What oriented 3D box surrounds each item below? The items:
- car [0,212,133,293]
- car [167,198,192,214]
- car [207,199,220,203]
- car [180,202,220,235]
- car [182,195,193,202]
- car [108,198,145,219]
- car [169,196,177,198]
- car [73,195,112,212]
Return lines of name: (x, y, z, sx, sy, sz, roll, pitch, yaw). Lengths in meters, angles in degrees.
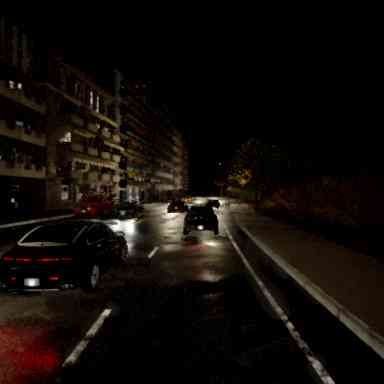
car: (-3.055, 1.508, 8.877, 1.837, 1.490, 4.892, 0, 0, 1)
car: (-1.508, 1.661, 37.158, 1.994, 1.385, 4.181, 0, 0, 5)
car: (3.274, 1.754, 51.587, 1.994, 1.385, 4.181, 0, 0, 7)
car: (0.546, 1.547, 19.262, 1.837, 1.490, 4.892, 0, 0, 3)
car: (-0.975, 1.538, 71.162, 2.097, 1.767, 4.553, 0, 0, 7)
car: (-5.518, 1.543, 29.855, 2.128, 1.511, 4.902, 0, 0, 4)
car: (-4.205, 1.669, 71.528, 1.837, 1.490, 4.892, 0, 0, 7)
car: (-8.752, 1.262, 30.218, 2.150, 2.045, 5.566, 0, 0, 4)
